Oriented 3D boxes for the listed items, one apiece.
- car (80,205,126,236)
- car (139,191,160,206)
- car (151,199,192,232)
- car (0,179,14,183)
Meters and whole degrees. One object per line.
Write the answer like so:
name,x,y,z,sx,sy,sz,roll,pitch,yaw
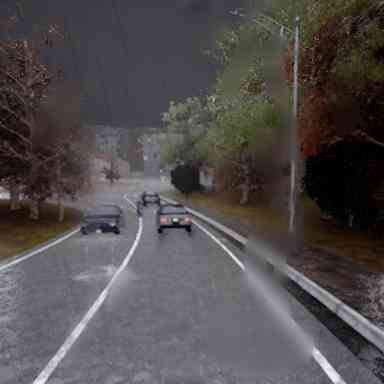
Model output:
car,-4.721,1.438,18.348,2.033,1.411,5.357,-1,1,-7
car,-4.584,0.628,35.832,2.128,1.511,4.902,-1,4,-15
car,-1.159,1.391,19.083,2.033,1.411,5.357,-1,1,-8
car,-41.174,-2.917,75.244,2.097,1.767,4.553,2,5,24
